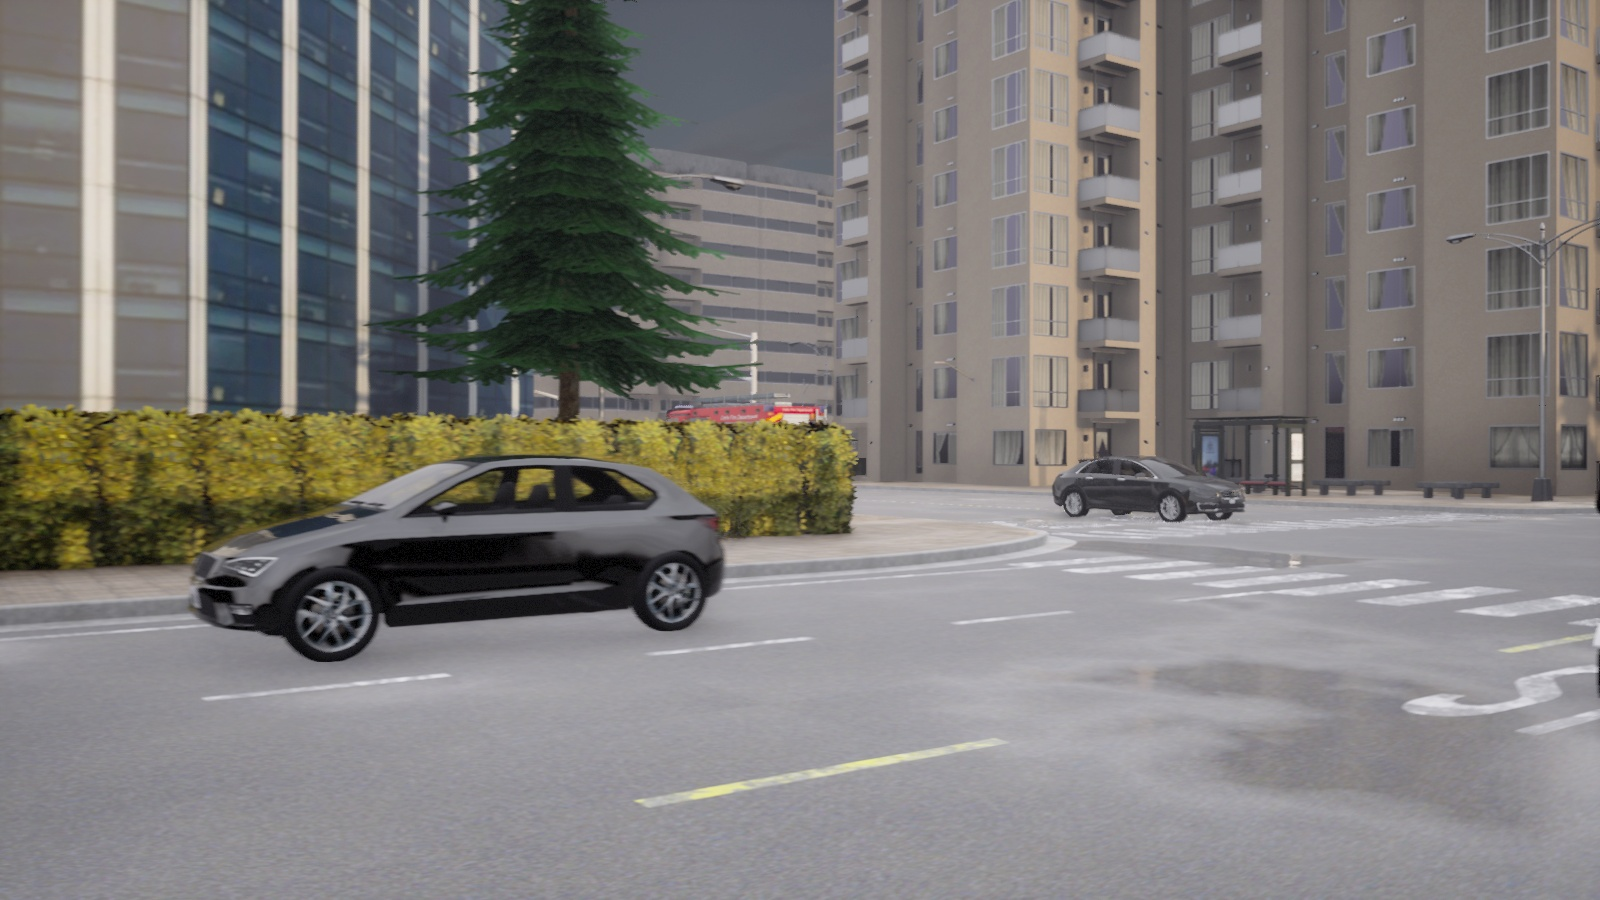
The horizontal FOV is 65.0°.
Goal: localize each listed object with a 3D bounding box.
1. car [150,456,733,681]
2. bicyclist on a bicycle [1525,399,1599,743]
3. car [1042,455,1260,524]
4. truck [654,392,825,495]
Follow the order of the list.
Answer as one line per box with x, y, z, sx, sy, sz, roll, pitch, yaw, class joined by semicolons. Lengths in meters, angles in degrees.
-2.813;0.789;10.220;4.193;1.474;1.816;0;0;-35;car
4.873;0.622;7.051;1.843;1.776;0.659;0;0;-35;bicyclist on a bicycle
8.135;0.861;29.568;1.837;1.490;4.892;0;0;-35;car
-2.649;-0.233;51.247;2.891;3.827;8.468;0;0;-35;truck
